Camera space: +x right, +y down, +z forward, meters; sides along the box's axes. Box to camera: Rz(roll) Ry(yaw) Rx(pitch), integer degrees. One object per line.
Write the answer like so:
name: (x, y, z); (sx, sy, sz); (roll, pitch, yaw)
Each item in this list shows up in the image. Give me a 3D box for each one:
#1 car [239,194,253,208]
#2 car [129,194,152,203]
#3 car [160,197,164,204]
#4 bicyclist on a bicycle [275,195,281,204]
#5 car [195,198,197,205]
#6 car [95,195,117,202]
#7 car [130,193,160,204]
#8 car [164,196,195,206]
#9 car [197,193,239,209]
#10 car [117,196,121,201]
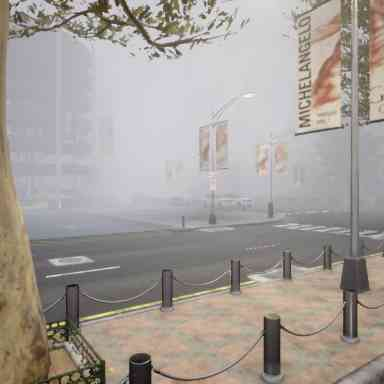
car: (6.417, 1.221, 48.580); (2.150, 2.045, 5.566); (0, 0, -35)
car: (-11.251, 1.355, 72.586); (4.553, 1.767, 2.097); (0, 0, 26)
car: (-5.776, 1.601, 63.976); (4.718, 1.301, 1.895); (0, 0, 43)
bicyclist on a bicycle: (15.726, 1.300, 60.483); (1.656, 1.620, 0.582); (0, 0, -36)
car: (0.705, 1.601, 56.505); (1.895, 1.301, 4.718); (0, 0, -37)
car: (-20.492, 1.450, 76.302); (4.892, 1.490, 1.837); (0, 0, 12)
car: (-9.099, 1.221, 62.284); (5.566, 2.045, 2.150); (0, 0, 40)
car: (-2.156, 1.505, 54.465); (1.837, 1.490, 4.892); (0, 0, -37)
car: (3.562, 1.221, 46.556); (2.150, 2.045, 5.566); (0, 0, -35)
car: (-19.528, 1.418, 79.666); (5.008, 1.535, 1.882); (0, 0, 12)
